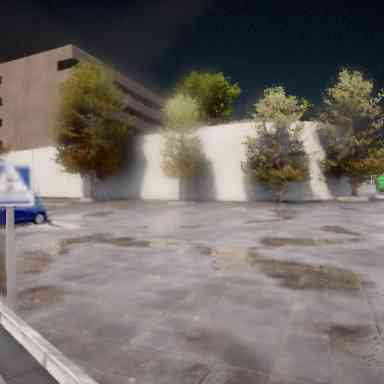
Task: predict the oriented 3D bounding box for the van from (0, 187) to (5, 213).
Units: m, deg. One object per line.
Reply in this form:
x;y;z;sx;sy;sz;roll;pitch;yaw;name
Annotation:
-16.437;0.571;24.403;1.878;1.987;4.442;3;1;27;van

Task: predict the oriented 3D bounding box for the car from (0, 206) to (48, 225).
-10.234;1.097;17.965;2.097;1.535;5.008;2;1;27;car
